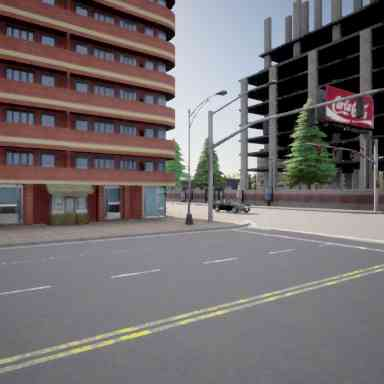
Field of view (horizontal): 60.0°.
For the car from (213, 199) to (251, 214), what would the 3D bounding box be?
[{"bbox_3d":[4.201,1.491,35.892,2.128,1.511,4.902,0,0,-35],"label":"car"}]
